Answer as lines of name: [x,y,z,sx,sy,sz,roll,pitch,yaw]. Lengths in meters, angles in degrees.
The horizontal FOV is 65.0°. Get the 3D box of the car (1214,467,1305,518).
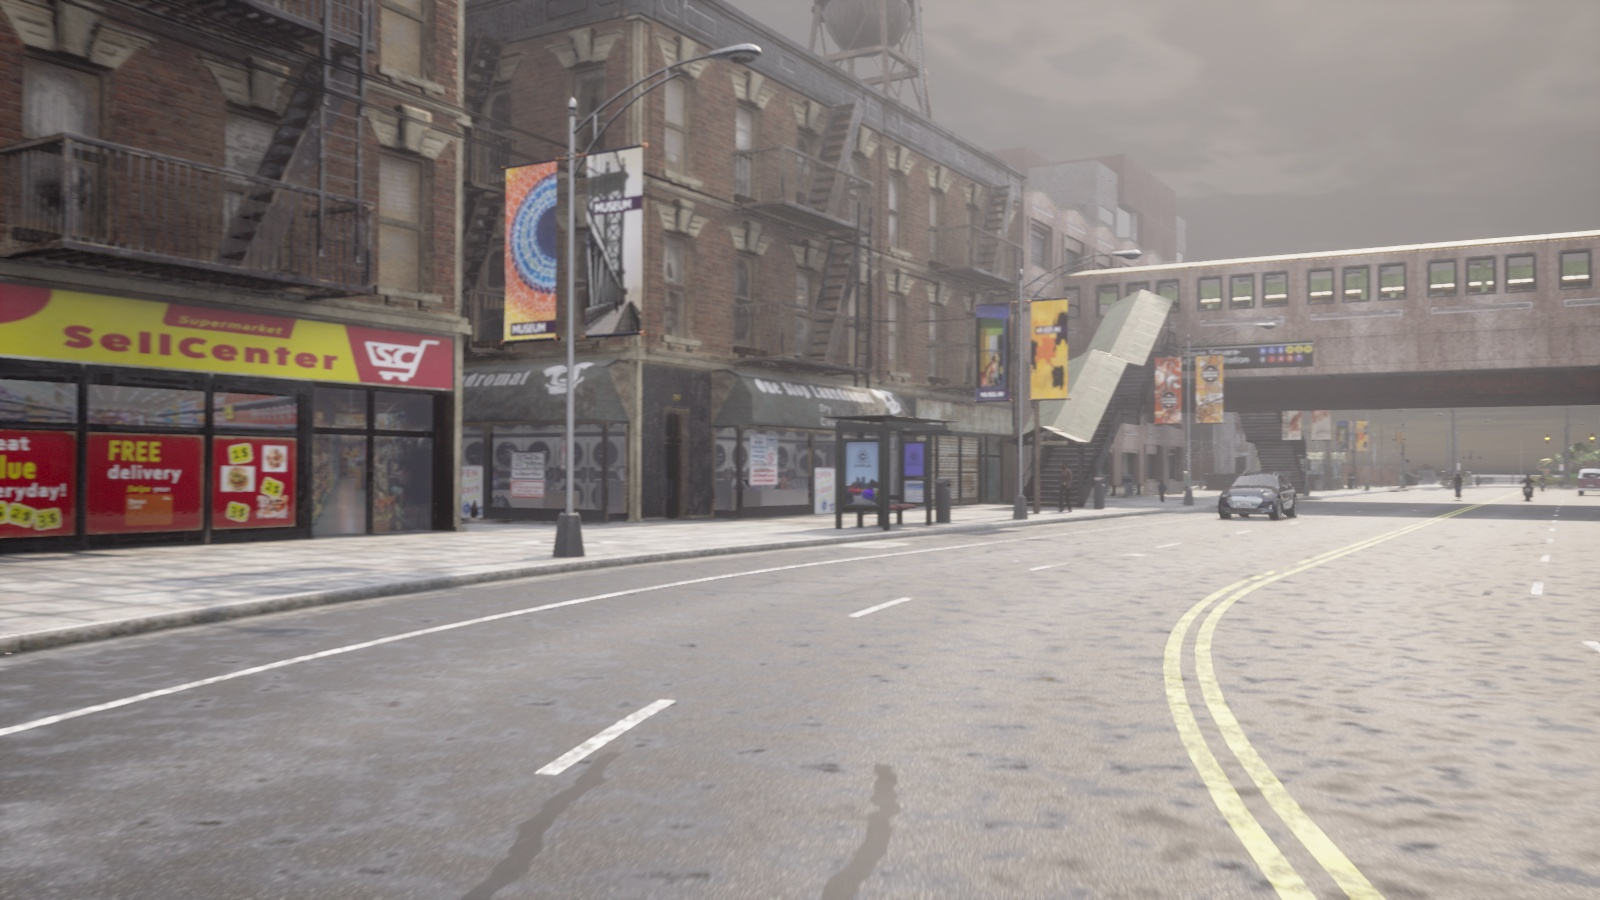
car: [15.982,1.429,43.503,2.033,1.649,4.856,-1,-1,32]

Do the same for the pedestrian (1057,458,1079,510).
pedestrian: [9.355,1.180,43.858,0.328,1.805,0.869,-1,-1,42]
